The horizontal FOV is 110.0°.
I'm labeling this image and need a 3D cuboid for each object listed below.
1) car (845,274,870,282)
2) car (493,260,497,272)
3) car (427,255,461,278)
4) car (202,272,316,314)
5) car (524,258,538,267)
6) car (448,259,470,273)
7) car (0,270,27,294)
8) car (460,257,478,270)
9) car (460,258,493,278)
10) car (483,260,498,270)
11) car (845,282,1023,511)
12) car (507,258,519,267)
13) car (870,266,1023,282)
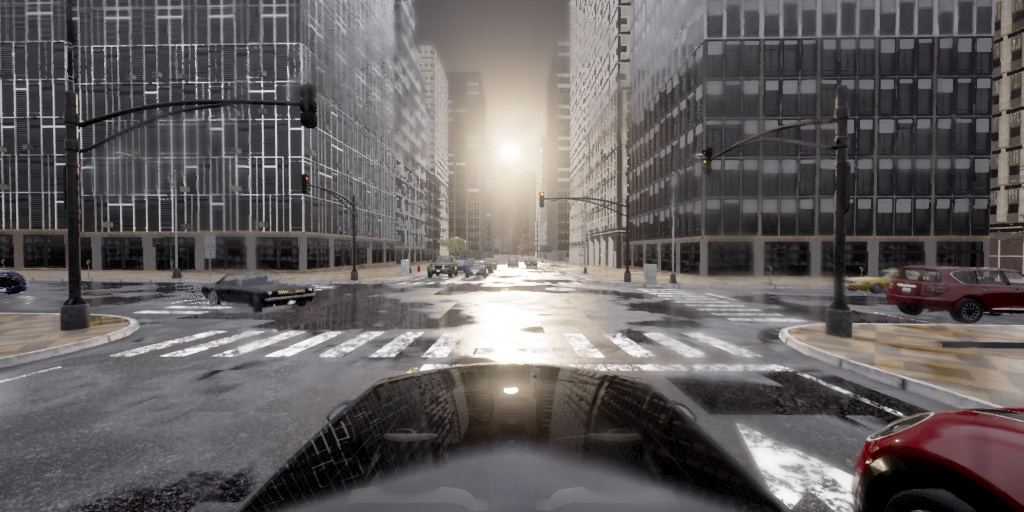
[{"bbox_3d":[21.865,1.410,20.795,4.829,1.417,1.751,0,0,1],"label":"car"},{"bbox_3d":[-3.213,1.327,43.229,1.895,1.301,4.718,0,0,0],"label":"car"},{"bbox_3d":[-6.483,0.955,34.190,2.150,2.045,5.566,0,0,0],"label":"car"},{"bbox_3d":[-9.830,1.321,13.918,4.718,1.301,1.895,1,1,28],"label":"car"},{"bbox_3d":[3.458,1.306,63.386,1.895,1.301,4.718,0,0,0],"label":"car"},{"bbox_3d":[-6.458,1.203,44.155,1.882,1.535,5.008,0,0,0],"label":"car"},{"bbox_3d":[-24.827,0.911,15.942,4.553,1.767,2.097,0,1,1],"label":"car"},{"bbox_3d":[-6.416,1.068,53.823,2.097,1.767,4.553,0,0,0],"label":"car"},{"bbox_3d":[-3.241,1.225,33.947,2.128,1.511,4.902,0,0,1],"label":"car"},{"bbox_3d":[-3.169,1.263,53.932,2.033,1.411,5.357,0,0,0],"label":"car"},{"bbox_3d":[3.253,1.102,0.415,2.097,1.767,4.553,0,0,0],"label":"car"},{"bbox_3d":[0.207,1.269,63.368,1.994,1.385,4.181,0,0,0],"label":"car"},{"bbox_3d":[16.226,1.282,12.529,5.009,1.841,2.192,0,0,1],"label":"car"}]
